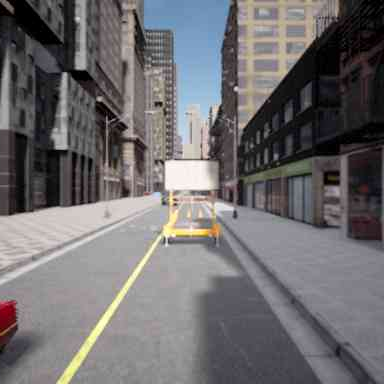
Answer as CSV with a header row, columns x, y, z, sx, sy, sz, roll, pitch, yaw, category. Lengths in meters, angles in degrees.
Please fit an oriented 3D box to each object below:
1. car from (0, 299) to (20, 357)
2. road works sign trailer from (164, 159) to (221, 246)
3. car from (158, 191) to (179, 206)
x,y,z,sx,sy,sz,roll,pitch,yaw,category
-3.099,1.584,1.950,1.895,1.301,4.718,0,0,0,car
0.006,0.347,14.513,2.380,3.560,2.880,0,0,0,road works sign trailer
-3.069,0.882,46.883,2.150,2.045,5.566,0,0,0,car
